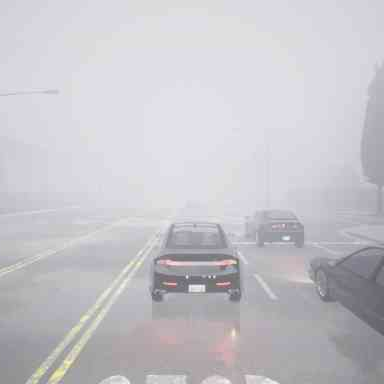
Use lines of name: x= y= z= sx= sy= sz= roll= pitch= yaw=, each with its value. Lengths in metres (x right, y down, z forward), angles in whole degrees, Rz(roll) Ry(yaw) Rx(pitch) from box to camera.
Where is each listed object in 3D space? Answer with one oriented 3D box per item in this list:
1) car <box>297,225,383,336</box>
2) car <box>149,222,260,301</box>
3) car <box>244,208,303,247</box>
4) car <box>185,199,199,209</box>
car: x=3.589 y=1.547 z=5.256 sx=2.033 sy=1.411 sz=5.357 roll=0 pitch=0 yaw=0
car: x=0.082 y=1.492 z=8.302 sx=2.128 sy=1.511 sz=4.902 roll=0 pitch=0 yaw=0
car: x=3.566 y=1.505 z=15.002 sx=1.837 sy=1.490 sz=4.892 roll=0 pitch=0 yaw=0
car: x=0.005 y=1.601 z=44.120 sx=1.895 sy=1.301 sz=4.718 roll=0 pitch=0 yaw=0
